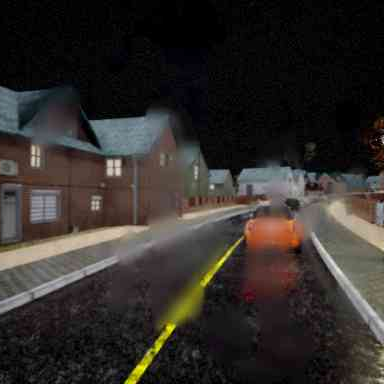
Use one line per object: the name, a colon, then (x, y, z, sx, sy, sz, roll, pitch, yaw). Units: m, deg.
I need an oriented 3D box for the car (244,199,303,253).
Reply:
car: (3.443, 1.346, 14.031, 2.097, 1.767, 4.553, 0, 0, 15)
